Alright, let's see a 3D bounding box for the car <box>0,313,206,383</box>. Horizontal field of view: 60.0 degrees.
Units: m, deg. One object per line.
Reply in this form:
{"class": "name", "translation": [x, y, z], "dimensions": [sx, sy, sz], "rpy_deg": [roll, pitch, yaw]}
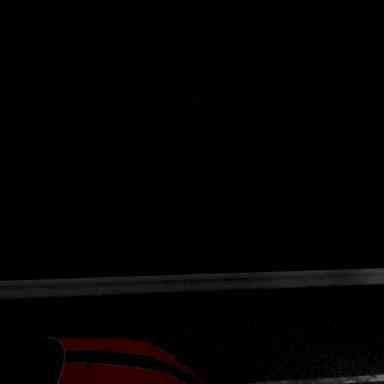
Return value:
{"class": "car", "translation": [-1.890, 1.352, 1.623], "dimensions": [4.553, 1.767, 2.097], "rpy_deg": [0, 0, -6]}
